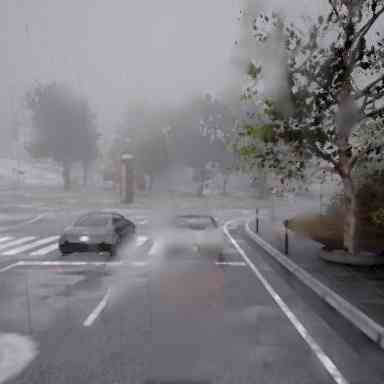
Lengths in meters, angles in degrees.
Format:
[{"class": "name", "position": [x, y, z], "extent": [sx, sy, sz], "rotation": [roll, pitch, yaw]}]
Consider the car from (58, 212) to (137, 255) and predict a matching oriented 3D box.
[{"class": "car", "position": [-3.389, 1.431, 12.654], "extent": [1.994, 1.385, 4.181], "rotation": [0, 1, 1]}]

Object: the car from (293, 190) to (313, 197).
[{"class": "car", "position": [20.640, 0.240, 61.958], "extent": [1.994, 1.385, 4.181], "rotation": [-1, 2, -15]}]

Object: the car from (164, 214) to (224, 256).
[{"class": "car", "position": [0.089, 1.471, 12.454], "extent": [1.895, 1.301, 4.718], "rotation": [0, 1, 1]}]

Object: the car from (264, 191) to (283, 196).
[{"class": "car", "position": [16.044, 0.091, 65.645], "extent": [1.994, 1.385, 4.181], "rotation": [-1, 2, -23]}]
